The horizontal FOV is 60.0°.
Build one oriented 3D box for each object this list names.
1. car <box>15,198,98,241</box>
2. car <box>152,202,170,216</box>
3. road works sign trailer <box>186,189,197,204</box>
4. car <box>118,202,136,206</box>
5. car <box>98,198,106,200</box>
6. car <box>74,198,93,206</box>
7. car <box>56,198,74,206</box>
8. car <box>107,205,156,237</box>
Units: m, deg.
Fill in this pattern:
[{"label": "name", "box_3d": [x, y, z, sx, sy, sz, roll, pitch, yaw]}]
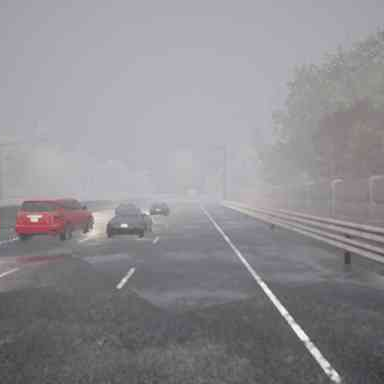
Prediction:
[{"label": "car", "box_3d": [-6.904, 1.321, 17.269, 2.150, 2.045, 5.566, 0, 0, 0]}, {"label": "car", "box_3d": [-3.409, 1.774, 35.492, 1.994, 1.385, 4.181, 0, 0, 0]}, {"label": "road works sign trailer", "box_3d": [-0.019, 0.986, 81.024, 2.380, 3.560, 2.880, 0, 0, 0]}, {"label": "car", "box_3d": [-6.909, 1.773, 35.446, 1.994, 1.385, 4.181, 0, 0, 0]}, {"label": "car", "box_3d": [-17.522, 1.921, 64.009, 1.812, 1.442, 4.674, 0, 0, 0]}, {"label": "car", "box_3d": [-21.018, 1.916, 64.485, 2.128, 1.511, 4.902, 0, 0, 0]}, {"label": "car", "box_3d": [-24.516, 1.925, 64.395, 1.812, 1.442, 4.674, 0, 0, 0]}, {"label": "car", "box_3d": [-3.405, 1.671, 18.737, 1.994, 1.385, 4.181, 0, 0, 0]}]
